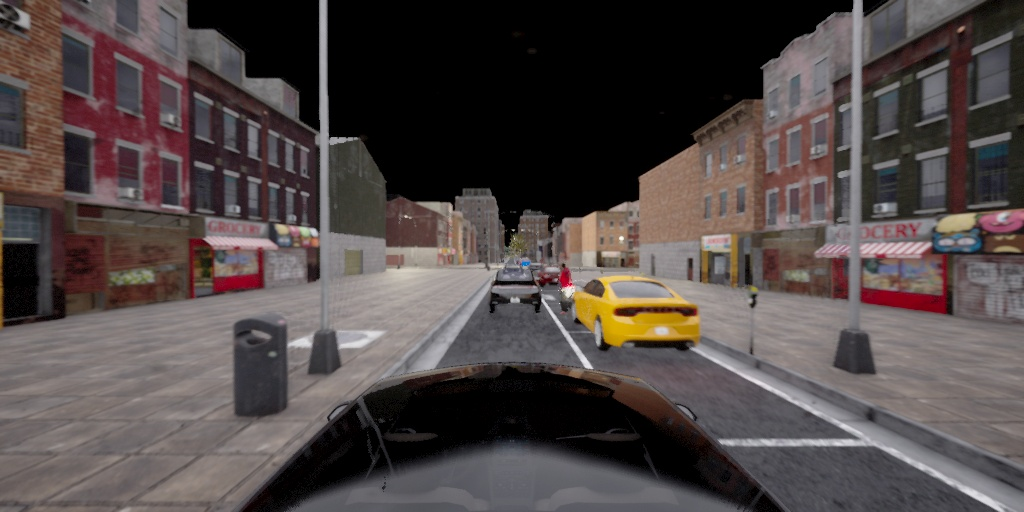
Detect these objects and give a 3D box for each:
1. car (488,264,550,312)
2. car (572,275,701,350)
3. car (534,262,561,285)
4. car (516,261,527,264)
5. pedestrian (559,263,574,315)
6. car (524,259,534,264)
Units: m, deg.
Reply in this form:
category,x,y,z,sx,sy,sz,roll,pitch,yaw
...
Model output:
category,x,y,z,sx,sy,sz,roll,pitch,yaw
car,0.103,1.237,14.130,2.128,1.511,4.902,0,0,0
car,2.752,1.224,9.058,1.882,1.535,5.008,0,0,0
car,2.643,1.298,23.529,1.888,1.381,4.507,0,0,0
car,0.107,1.374,33.144,1.895,1.301,4.718,0,0,0
pedestrian,1.785,1.039,12.054,0.375,1.860,0.375,-1,1,0
car,2.647,1.348,40.405,2.007,1.370,4.403,0,0,0
